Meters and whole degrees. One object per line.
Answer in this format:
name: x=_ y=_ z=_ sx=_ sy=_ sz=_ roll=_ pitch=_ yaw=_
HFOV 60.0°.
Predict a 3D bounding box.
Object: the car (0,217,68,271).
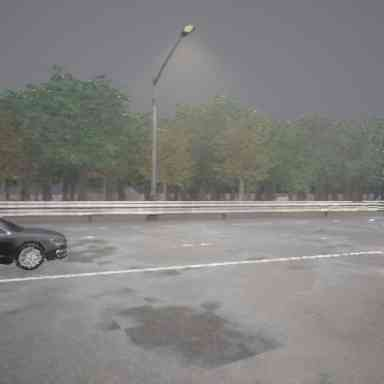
car: x=-6.020 y=1.344 z=9.204 sx=4.892 sy=1.490 sz=1.837 roll=0 pitch=0 yaw=-21
